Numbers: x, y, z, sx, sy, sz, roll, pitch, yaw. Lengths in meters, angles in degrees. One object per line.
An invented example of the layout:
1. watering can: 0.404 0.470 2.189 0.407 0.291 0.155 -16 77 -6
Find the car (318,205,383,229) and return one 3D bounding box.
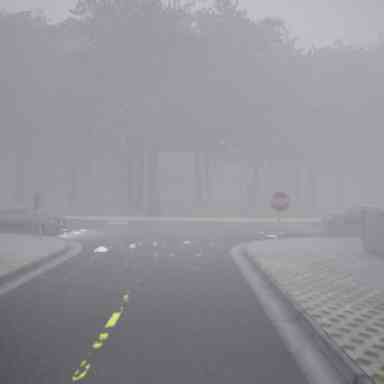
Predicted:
1. car: 10.397 1.529 20.937 4.674 1.442 1.812 0 1 0

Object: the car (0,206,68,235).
1. car: -8.803 1.454 17.634 4.181 1.385 1.994 1 2 6
